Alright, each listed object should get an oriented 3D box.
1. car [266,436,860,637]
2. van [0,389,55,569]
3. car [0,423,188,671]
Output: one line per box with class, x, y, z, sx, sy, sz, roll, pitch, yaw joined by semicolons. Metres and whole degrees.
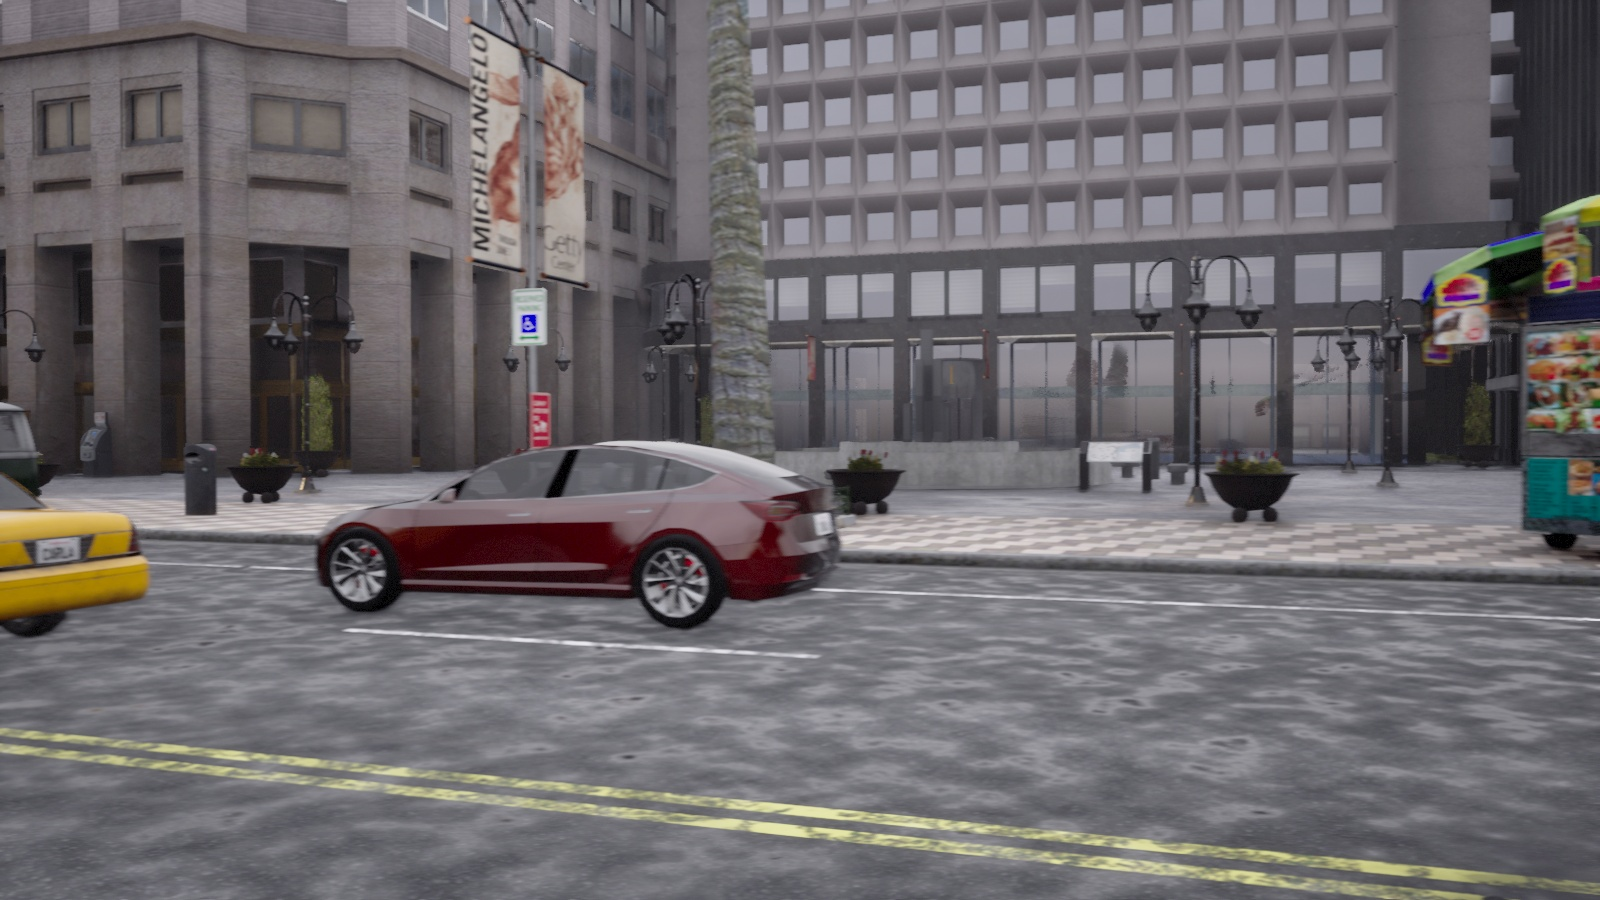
car;-2.068;0.638;11.281;4.792;1.488;2.163;1;1;19
van;-10.993;0.308;14.389;4.442;1.987;1.775;1;1;19
car;-7.407;0.587;9.423;5.366;1.575;1.801;1;1;19
